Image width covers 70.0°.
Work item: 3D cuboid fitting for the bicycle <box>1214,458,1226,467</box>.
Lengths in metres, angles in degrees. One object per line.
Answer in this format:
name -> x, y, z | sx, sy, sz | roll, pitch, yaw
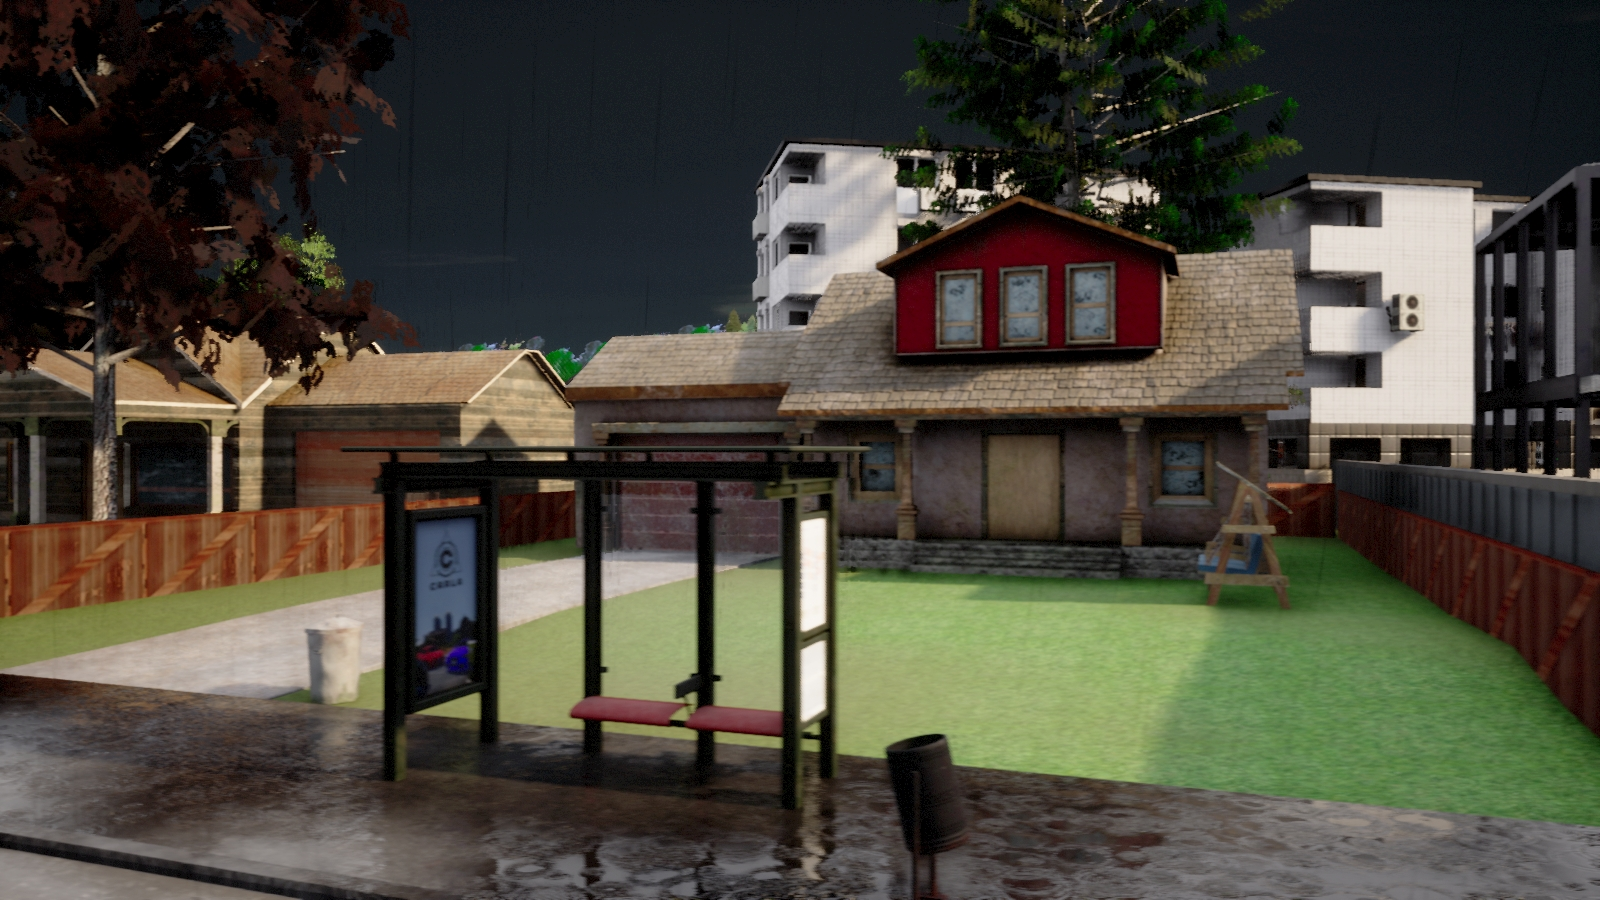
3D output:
bicycle -> 70.268, 2.060, 191.140 | 1.835, 1.471, 0.329 | 0, 0, 20
